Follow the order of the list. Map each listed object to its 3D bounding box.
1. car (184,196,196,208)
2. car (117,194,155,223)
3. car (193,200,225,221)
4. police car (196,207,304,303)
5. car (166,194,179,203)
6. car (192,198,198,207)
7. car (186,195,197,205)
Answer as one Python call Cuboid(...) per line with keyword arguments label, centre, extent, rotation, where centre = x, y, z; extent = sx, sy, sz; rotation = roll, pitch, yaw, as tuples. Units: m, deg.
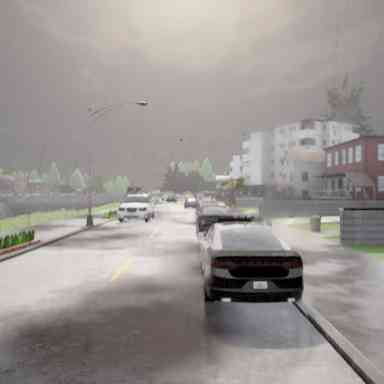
Cuboid(label="car", centre=(-0.050, 1.499, 45.778), extent=(1.994, 1.385, 4.181), rotation=(0, 0, 0))
Cuboid(label="car", centre=(-4.143, 1.185, 25.493), extent=(2.150, 2.045, 5.566), rotation=(0, 0, 0))
Cuboid(label="car", centre=(1.169, 1.452, 18.263), extent=(1.882, 1.535, 5.008), rotation=(0, 0, 0))
Cuboid(label="police car", centre=(1.186, 1.413, 8.373), extent=(1.930, 1.638, 5.238), rotation=(0, 0, 0))
Cuboid(label="car", centre=(-4.123, 1.505, 67.036), extent=(1.895, 1.301, 4.718), rotation=(0, 0, 0))
Cuboid(label="car", centre=(1.159, 1.471, 24.263), extent=(1.837, 1.490, 4.892), rotation=(0, 0, 0))
Cuboid(label="car", centre=(-0.097, 1.394, 59.104), extent=(1.882, 1.535, 5.008), rotation=(0, 0, 0))
